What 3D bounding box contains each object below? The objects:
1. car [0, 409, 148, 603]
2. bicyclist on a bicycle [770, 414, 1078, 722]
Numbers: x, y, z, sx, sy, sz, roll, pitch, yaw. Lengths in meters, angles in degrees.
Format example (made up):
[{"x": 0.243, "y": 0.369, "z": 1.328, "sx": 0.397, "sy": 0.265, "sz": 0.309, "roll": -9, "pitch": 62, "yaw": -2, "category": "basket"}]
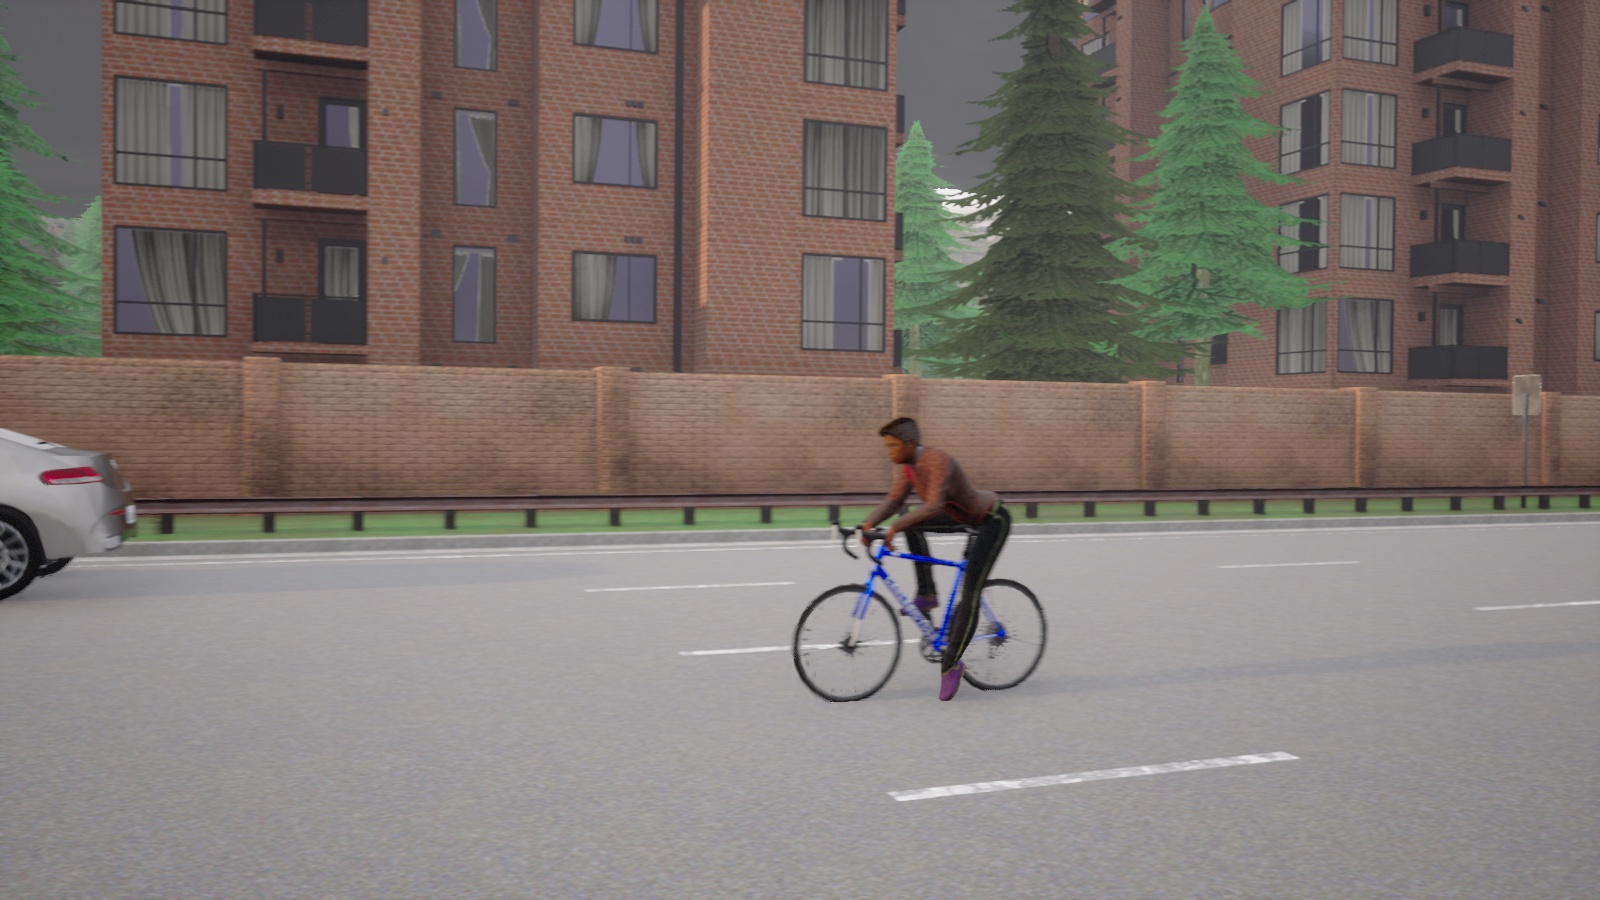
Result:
[{"x": -8.756, "y": 0.495, "z": 11.143, "sx": 5.027, "sy": 1.651, "sz": 2.152, "roll": -1, "pitch": 1, "yaw": -21, "category": "car"}, {"x": 0.721, "y": 0.619, "z": 7.256, "sx": 1.656, "sy": 1.620, "sz": 0.582, "roll": -1, "pitch": 1, "yaw": -21, "category": "bicyclist on a bicycle"}]
